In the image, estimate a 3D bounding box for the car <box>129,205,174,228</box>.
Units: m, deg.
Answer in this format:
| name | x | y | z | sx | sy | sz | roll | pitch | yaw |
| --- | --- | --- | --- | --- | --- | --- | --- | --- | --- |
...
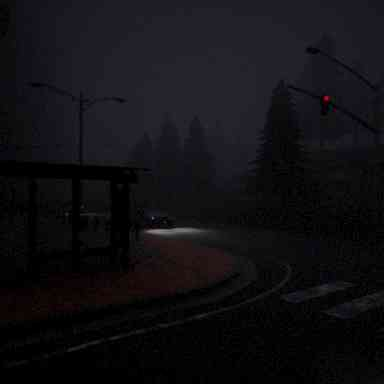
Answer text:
| name | x | y | z | sx | sy | sz | roll | pitch | yaw |
| --- | --- | --- | --- | --- | --- | --- | --- | --- | --- |
| car | -3.093 | 1.657 | 23.402 | 1.812 | 1.442 | 4.674 | 1 | 0 | -35 |
